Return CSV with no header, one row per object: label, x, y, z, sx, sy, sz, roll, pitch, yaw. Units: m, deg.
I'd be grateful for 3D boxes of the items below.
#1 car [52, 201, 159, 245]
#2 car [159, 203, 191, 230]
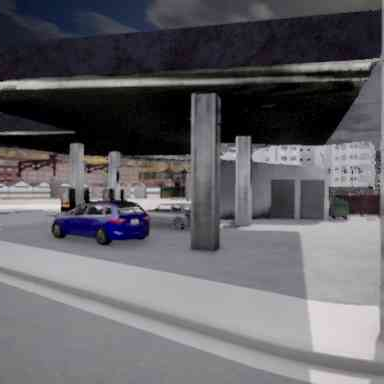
car,-4.019,1.208,14.359,4.611,1.667,2.242,1,0,36
car,-1.307,1.363,19.480,3.806,1.475,1.970,1,0,36
